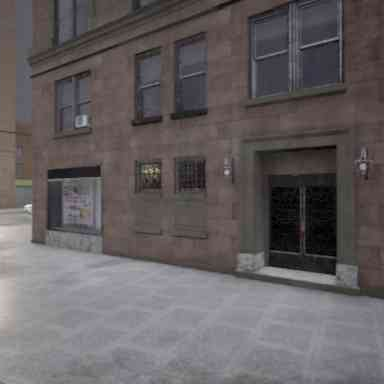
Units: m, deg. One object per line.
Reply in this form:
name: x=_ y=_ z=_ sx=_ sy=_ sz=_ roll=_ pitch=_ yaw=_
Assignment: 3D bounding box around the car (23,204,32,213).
car: x=-15.611 y=1.523 z=35.733 sx=1.812 sy=1.442 sz=4.674 roll=0 pitch=0 yaw=35
